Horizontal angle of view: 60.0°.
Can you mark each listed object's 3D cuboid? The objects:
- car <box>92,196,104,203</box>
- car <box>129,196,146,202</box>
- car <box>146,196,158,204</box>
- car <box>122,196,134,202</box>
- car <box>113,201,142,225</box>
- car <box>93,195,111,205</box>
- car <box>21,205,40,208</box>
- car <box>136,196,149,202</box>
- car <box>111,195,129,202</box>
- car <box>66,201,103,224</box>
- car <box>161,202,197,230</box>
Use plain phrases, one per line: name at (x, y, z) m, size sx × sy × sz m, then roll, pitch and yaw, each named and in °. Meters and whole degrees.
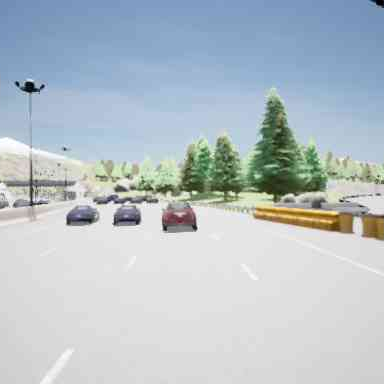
car at (-21.821, 1.709, 77.022) m, size 1.882 × 1.535 × 5.008 m, roll -1°, pitch 0°, yaw -23°
car at (-11.761, 1.798, 70.132) m, size 2.128 × 1.511 × 4.902 m, roll -1°, pitch 0°, yaw -20°
car at (-8.540, 1.763, 71.512) m, size 2.128 × 1.511 × 4.902 m, roll -1°, pitch 0°, yaw -20°
car at (-15.319, 1.667, 79.616) m, size 1.837 × 1.490 × 4.892 m, roll -1°, pitch 0°, yaw -23°
car at (-4.921, 1.672, 25.640) m, size 1.994 × 1.385 × 4.181 m, roll -1°, pitch 0°, yaw -7°
car at (-18.180, 1.853, 67.279) m, size 2.128 × 1.511 × 4.902 m, roll -1°, pitch 0°, yaw -20°
car at (-23.137, 1.897, 46.846) m, size 2.033 × 1.411 × 5.357 m, roll -1°, pitch 0°, yaw -13°
car at (-12.069, 1.635, 80.913) m, size 1.837 × 1.490 × 4.892 m, roll -1°, pitch 0°, yaw -23°
car at (-14.972, 1.833, 68.723) m, size 2.128 × 1.511 × 4.902 m, roll -1°, pitch 0°, yaw -20°
car at (-8.523, 1.712, 26.239) m, size 1.994 × 1.385 × 4.181 m, roll -1°, pitch 0°, yaw -7°
car at (-0.926, 1.410, 21.734) m, size 2.097 × 1.767 × 4.553 m, roll -1°, pitch 0°, yaw -6°
